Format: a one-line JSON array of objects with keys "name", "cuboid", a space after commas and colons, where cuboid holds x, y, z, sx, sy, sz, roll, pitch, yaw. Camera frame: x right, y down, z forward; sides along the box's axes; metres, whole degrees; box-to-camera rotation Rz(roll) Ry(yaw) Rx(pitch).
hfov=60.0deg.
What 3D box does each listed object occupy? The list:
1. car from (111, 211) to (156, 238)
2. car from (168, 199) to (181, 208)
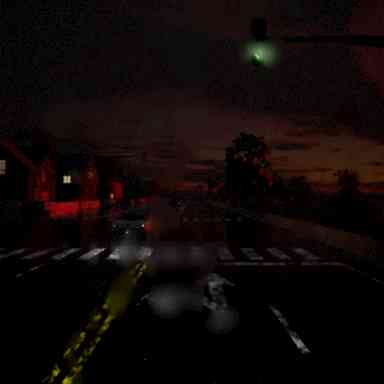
[{"name": "car", "cuboid": [-3.231, 1.808, 19.048, 1.895, 1.301, 4.718, 0, -1, 0]}, {"name": "car", "cuboid": [-3.189, 2.045, 61.661, 2.097, 1.767, 4.553, 0, -1, 0]}]
